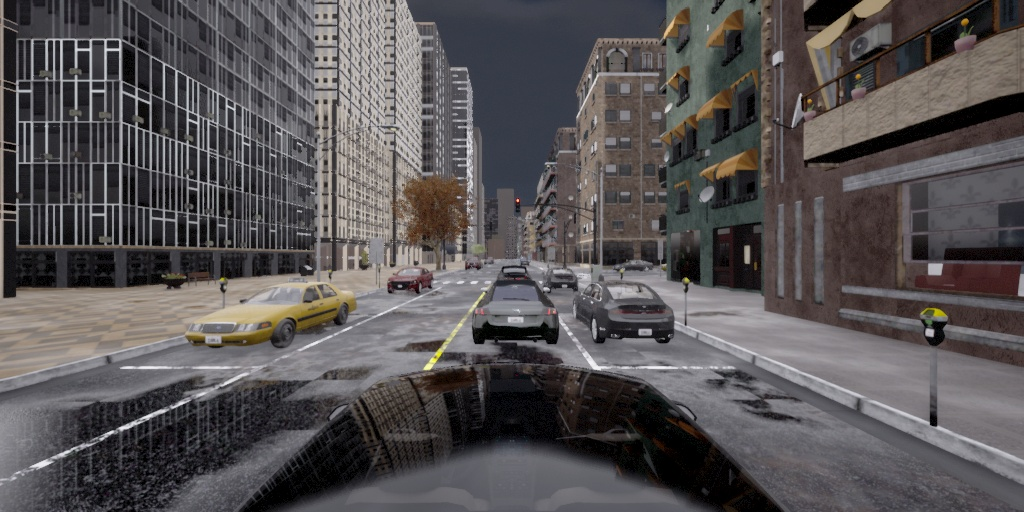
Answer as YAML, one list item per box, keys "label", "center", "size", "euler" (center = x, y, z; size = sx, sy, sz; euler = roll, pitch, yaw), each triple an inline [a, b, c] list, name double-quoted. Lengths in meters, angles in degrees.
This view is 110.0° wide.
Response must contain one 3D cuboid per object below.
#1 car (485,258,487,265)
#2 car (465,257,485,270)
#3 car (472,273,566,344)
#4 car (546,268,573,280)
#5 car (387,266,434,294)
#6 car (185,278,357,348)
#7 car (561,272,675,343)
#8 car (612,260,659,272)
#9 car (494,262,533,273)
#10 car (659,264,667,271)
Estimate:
- label: "car"
  center: [-5.702, 1.352, 58.388]
  size: [1.948, 1.339, 4.313]
  euler: [0, 0, 0]
- label: "car"
  center: [-5.701, 1.094, 52.865]
  size: [2.192, 1.841, 5.009]
  euler: [0, 0, 0]
- label: "car"
  center: [0.085, 1.314, 9.560]
  size: [1.994, 1.385, 4.181]
  euler: [0, 0, 0]
- label: "car"
  center: [2.685, 1.303, 20.479]
  size: [2.007, 1.370, 4.403]
  euler: [0, 0, 0]
- label: "car"
  center: [-5.695, 1.298, 20.478]
  size: [1.888, 1.381, 4.507]
  euler: [0, 0, 0]
- label: "car"
  center: [-5.693, 1.275, 9.242]
  size: [1.751, 1.417, 4.829]
  euler: [0, 0, 0]
- label: "car"
  center: [2.687, 1.300, 9.413]
  size: [2.007, 1.370, 4.403]
  euler: [0, 0, 0]
- label: "car"
  center: [13.428, 1.105, 39.897]
  size: [4.403, 1.370, 2.007]
  euler: [0, 0, -1]
- label: "car"
  center: [0.101, 1.257, 19.609]
  size: [1.837, 1.490, 4.892]
  euler: [0, 0, -1]
- label: "car"
  center: [18.825, 1.003, 39.953]
  size: [4.829, 1.417, 1.751]
  euler: [0, 0, -1]
